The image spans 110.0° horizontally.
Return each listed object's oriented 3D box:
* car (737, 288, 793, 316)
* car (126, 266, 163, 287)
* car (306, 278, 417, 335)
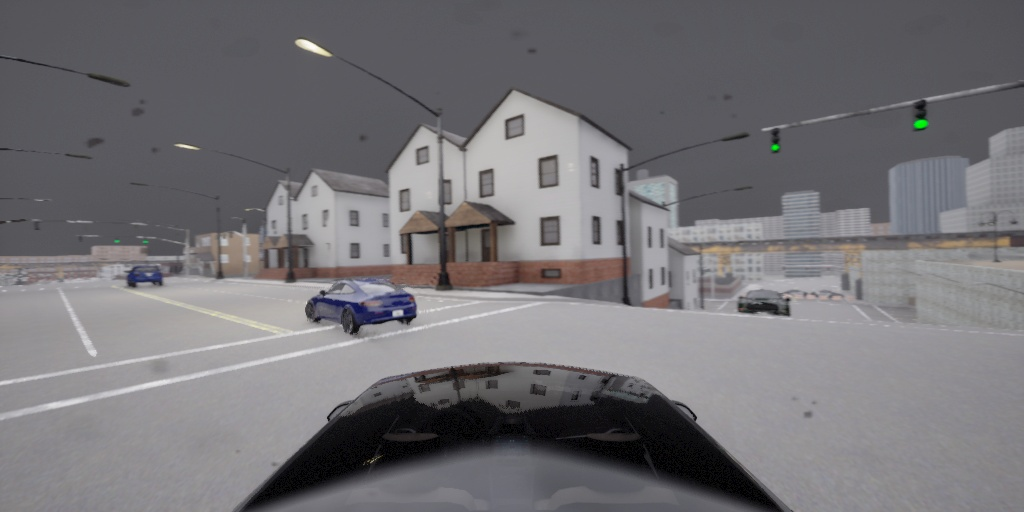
[{"bbox_3d":[13.021,2.556,18.506,2.097,1.767,4.553,-3,-14,37],"label":"car"},{"bbox_3d":[-37.312,2.031,36.434,5.566,2.045,2.150,-2,0,38],"label":"car"},{"bbox_3d":[-4.730,1.409,11.125,4.674,1.442,1.812,-2,0,43],"label":"car"}]
